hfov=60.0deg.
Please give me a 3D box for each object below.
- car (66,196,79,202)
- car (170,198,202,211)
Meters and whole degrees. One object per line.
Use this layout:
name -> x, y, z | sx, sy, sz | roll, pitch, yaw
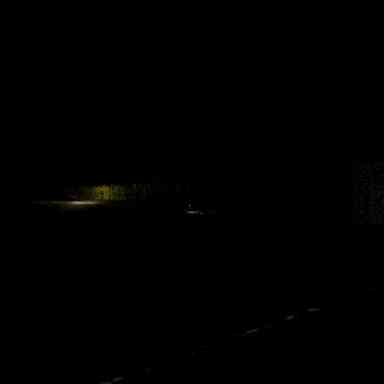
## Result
car -> -27.779, 1.575, 77.377 | 1.994, 1.385, 4.181 | -1, 0, -35
car -> -0.839, 1.517, 39.549 | 1.837, 1.490, 4.892 | -1, 1, -36
